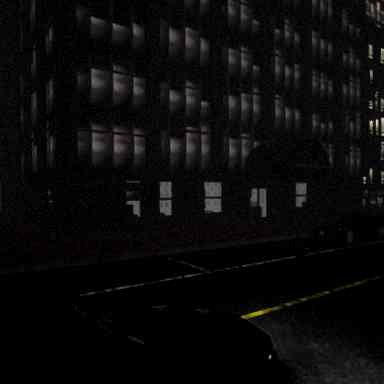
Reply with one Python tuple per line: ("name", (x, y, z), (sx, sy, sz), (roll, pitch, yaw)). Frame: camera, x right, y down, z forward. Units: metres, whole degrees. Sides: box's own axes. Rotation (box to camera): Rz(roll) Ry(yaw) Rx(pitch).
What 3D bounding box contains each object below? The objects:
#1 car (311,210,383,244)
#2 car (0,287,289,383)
("car", (7.474, 1.542, 15.764), (4.507, 1.381, 1.887), (0, -1, -35))
("car", (-1.286, 1.525, 2.517), (4.674, 1.442, 1.812), (0, 0, -36))
